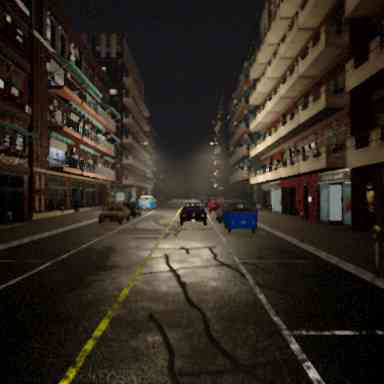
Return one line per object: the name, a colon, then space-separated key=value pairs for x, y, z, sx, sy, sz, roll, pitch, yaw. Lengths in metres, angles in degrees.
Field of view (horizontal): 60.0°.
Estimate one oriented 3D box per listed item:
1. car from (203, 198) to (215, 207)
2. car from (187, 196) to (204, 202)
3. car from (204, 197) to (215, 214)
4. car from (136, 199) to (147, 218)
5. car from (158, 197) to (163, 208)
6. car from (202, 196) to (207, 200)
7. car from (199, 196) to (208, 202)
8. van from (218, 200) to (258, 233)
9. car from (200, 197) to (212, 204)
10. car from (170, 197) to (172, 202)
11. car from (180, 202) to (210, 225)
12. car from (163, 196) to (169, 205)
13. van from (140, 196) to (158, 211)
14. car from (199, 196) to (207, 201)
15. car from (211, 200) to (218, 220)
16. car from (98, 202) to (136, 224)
car: x=2.657 y=1.637 z=52.789 sx=1.802 sy=1.307 sz=4.206 roll=1 pitch=0 yaw=0
car: x=0.092 y=1.592 z=42.434 sx=2.033 sy=1.411 sz=5.357 roll=0 pitch=0 yaw=0
car: x=2.673 y=1.582 z=36.076 sx=1.887 sy=1.381 sz=4.507 roll=1 pitch=0 yaw=0
car: x=-5.686 y=1.597 z=30.543 sx=1.947 sy=1.339 sz=4.313 roll=1 pitch=0 yaw=0
car: x=-5.689 y=1.600 z=47.255 sx=2.008 sy=1.369 sz=4.403 roll=1 pitch=0 yaw=0
car: x=2.658 y=1.615 z=47.218 sx=1.947 sy=1.339 sz=4.313 roll=1 pitch=0 yaw=0
car: x=2.822 y=1.636 z=80.645 sx=2.008 sy=1.369 sz=4.403 roll=1 pitch=0 yaw=0
van: x=2.703 y=1.361 z=19.362 sx=1.690 sy=1.788 sz=3.998 roll=1 pitch=0 yaw=0
car: x=2.655 y=1.618 z=63.931 sx=2.008 sy=1.369 sz=4.403 roll=1 pitch=0 yaw=0
car: x=-5.784 y=1.667 z=81.086 sx=1.802 sy=1.307 sz=4.206 roll=1 pitch=0 yaw=0
car: x=0.095 y=1.626 z=24.586 sx=1.895 sy=1.301 sz=4.718 roll=0 pitch=0 yaw=0
car: x=-5.691 y=1.612 z=58.398 sx=2.008 sy=1.369 sz=4.403 roll=1 pitch=0 yaw=0
van: x=-5.685 y=1.384 z=41.685 sx=1.690 sy=1.788 sz=3.998 roll=1 pitch=0 yaw=0
car: x=2.821 y=1.642 z=86.215 sx=2.008 sy=1.369 sz=4.403 roll=1 pitch=0 yaw=0
car: x=2.703 y=1.551 z=25.104 sx=1.752 sy=1.417 sz=4.829 roll=1 pitch=0 yaw=0
car: x=-5.684 y=1.551 z=24.801 sx=1.752 sy=1.417 sz=4.829 roll=1 pitch=0 yaw=0
